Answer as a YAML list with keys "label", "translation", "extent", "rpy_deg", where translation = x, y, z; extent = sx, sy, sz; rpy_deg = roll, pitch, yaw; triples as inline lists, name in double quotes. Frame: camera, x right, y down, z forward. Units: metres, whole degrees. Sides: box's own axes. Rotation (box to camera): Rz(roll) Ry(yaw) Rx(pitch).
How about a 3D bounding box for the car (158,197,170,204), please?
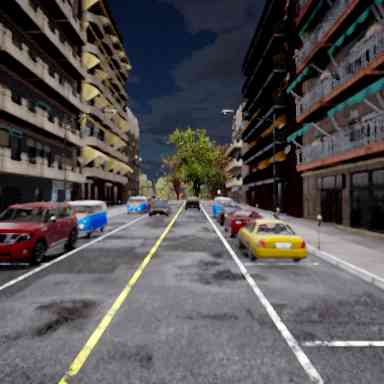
- label: "car"
  translation: [-5.790, 1.676, 68.591]
  extent: [2.008, 1.369, 4.403]
  rpy_deg: [1, 0, 0]

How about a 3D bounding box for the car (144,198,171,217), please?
- label: "car"
  translation: [-3.008, 1.631, 32.240]
  extent: [2.033, 1.411, 5.357]
  rpy_deg: [0, 0, 0]

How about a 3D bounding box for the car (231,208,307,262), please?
- label: "car"
  translation: [2.699, 1.545, 12.113]
  extent: [1.752, 1.417, 4.829]
  rpy_deg: [1, 0, 0]

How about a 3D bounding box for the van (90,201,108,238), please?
- label: "van"
  translation: [-5.680, 1.369, 17.640]
  extent: [1.690, 1.788, 3.998]
  rpy_deg: [1, 0, 0]

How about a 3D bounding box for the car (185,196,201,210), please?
- label: "car"
  translation: [0.088, 1.576, 44.458]
  extent: [1.837, 1.490, 4.892]
  rpy_deg: [0, -1, 0]

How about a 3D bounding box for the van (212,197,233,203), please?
- label: "van"
  translation: [2.683, 1.388, 28.927]
  extent: [1.690, 1.788, 3.998]
  rpy_deg: [1, 0, 0]

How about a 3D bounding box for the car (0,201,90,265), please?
- label: "car"
  translation: [-5.679, 1.334, 11.980]
  extent: [2.192, 1.841, 5.009]
  rpy_deg: [1, 0, 0]

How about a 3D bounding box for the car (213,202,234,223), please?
- label: "car"
  translation: [2.703, 1.603, 23.266]
  extent: [1.947, 1.339, 4.313]
  rpy_deg: [1, 0, 0]

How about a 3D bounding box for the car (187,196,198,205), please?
- label: "car"
  translation: [0.085, 1.587, 61.211]
  extent: [1.882, 1.535, 5.008]
  rpy_deg: [0, -1, 0]

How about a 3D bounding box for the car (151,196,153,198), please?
- label: "car"
  translation: [-5.686, 1.382, 40.287]
  extent: [2.192, 1.841, 5.009]
  rpy_deg: [1, 0, 0]

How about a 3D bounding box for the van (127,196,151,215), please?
- label: "van"
  translation: [-5.685, 1.397, 34.625]
  extent: [1.690, 1.788, 3.998]
  rpy_deg: [1, 0, 0]

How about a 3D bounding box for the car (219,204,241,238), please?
- label: "car"
  translation: [2.700, 1.573, 17.604]
  extent: [1.887, 1.381, 4.507]
  rpy_deg: [1, 0, 0]
